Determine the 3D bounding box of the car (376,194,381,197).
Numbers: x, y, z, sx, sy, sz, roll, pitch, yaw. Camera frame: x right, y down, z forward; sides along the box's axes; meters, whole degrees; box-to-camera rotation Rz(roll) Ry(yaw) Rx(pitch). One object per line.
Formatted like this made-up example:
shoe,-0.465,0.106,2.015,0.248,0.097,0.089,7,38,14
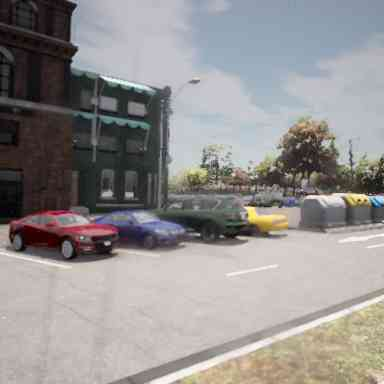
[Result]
car,27.920,0.939,51.556,1.994,1.385,4.181,2,3,-34

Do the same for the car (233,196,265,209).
car,6.957,1.188,40.130,2.002,1.452,4.674,1,0,35

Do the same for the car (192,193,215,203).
car,2.727,1.426,75.998,2.435,2.045,5.566,1,-2,35

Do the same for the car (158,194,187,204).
car,-3.157,1.152,54.709,2.097,1.535,5.008,0,-1,35

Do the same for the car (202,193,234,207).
car,3.566,1.024,44.968,2.185,1.767,4.553,0,-1,35

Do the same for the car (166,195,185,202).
car,-4.183,1.679,85.900,2.231,1.521,4.892,1,-2,35

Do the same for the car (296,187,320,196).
car,21.370,-0.081,61.099,2.097,1.767,4.553,2,3,-35

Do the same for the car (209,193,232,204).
car,6.136,1.422,70.983,2.435,2.045,5.566,1,-2,35

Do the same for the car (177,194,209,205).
car,0.212,1.152,49.847,2.231,1.521,4.892,0,-1,35

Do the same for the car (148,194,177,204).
car,-4.951,1.147,56.990,1.946,1.575,5.366,1,0,35

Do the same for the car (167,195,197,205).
car,-1.489,1.181,52.257,2.163,1.488,4.792,1,-1,35

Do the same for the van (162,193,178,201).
van,-5.842,1.457,88.483,1.878,1.987,4.442,1,-2,35

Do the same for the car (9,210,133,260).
car,-4.862,1.469,12.476,5.008,1.535,2.097,-1,-1,35

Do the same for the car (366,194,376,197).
car,23.400,1.418,46.208,2.435,2.045,5.566,1,-2,35

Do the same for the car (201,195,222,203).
car,4.321,1.665,73.330,1.946,1.575,5.366,1,-2,35

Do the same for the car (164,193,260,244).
car,0.042,1.210,15.978,5.566,2.045,2.435,-1,0,35

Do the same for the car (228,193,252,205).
car,9.624,1.424,66.067,2.435,2.045,5.566,1,-2,35

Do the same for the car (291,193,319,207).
car,18.239,1.546,53.649,2.185,1.767,4.553,1,-2,35

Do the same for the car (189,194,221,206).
car,1.997,1.150,47.576,1.946,1.575,5.366,0,-1,35

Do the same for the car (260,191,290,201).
car,8.640,0.896,37.675,2.435,2.045,5.566,1,-1,35

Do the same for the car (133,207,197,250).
car,-2.391,1.508,14.222,4.674,1.452,2.002,-1,-1,35

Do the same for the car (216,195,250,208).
car,5.267,1.150,42.557,2.231,1.521,4.892,0,-1,35

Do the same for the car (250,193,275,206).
car,13.038,1.420,61.051,2.435,2.045,5.566,1,-2,35

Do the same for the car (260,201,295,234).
car,2.384,1.447,17.818,5.366,1.575,1.946,-1,0,35

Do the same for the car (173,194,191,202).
car,-2.494,1.551,83.396,2.185,1.767,4.553,1,-2,35

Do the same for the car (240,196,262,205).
car,11.302,1.701,63.526,2.163,1.488,4.792,1,-2,35

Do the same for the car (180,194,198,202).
car,-0.759,1.550,80.912,2.185,1.767,4.553,1,-2,35
